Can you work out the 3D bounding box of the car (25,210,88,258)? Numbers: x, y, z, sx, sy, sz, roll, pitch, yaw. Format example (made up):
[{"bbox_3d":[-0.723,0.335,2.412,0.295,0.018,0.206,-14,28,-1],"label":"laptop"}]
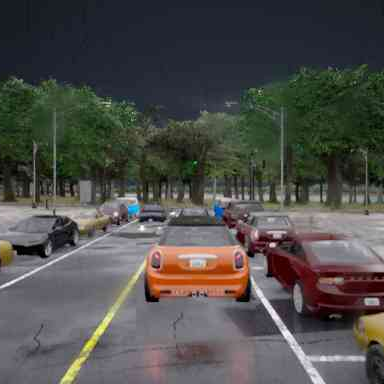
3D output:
[{"bbox_3d":[-5.751,1.586,12.786,1.947,1.339,4.313,0,0,0],"label":"car"}]

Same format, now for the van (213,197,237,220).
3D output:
[{"bbox_3d":[2.791,1.389,29.090,1.690,1.788,3.998,0,0,0],"label":"van"}]

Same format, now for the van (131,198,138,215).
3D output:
[{"bbox_3d":[-5.734,1.389,29.100,1.690,1.788,3.998,0,0,0],"label":"van"}]

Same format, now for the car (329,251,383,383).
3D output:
[{"bbox_3d":[2.763,1.529,2.072,1.752,1.417,4.829,0,0,0],"label":"car"}]

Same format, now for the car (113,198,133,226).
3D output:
[{"bbox_3d":[-5.740,1.479,23.661,1.967,1.590,4.097,0,0,0],"label":"car"}]

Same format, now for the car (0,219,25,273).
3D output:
[{"bbox_3d":[-5.757,1.536,7.179,1.752,1.417,4.829,0,0,0],"label":"car"}]

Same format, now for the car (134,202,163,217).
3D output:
[{"bbox_3d":[-2.973,1.659,26.480,2.033,1.411,5.357,0,0,0],"label":"car"}]

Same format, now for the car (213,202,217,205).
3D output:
[{"bbox_3d":[0.118,1.521,18.064,2.128,1.511,4.902,0,0,0],"label":"car"}]

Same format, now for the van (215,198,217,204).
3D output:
[{"bbox_3d":[2.785,1.380,23.653,1.690,1.788,3.998,0,0,0],"label":"van"}]

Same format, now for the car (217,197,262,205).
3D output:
[{"bbox_3d":[2.779,1.344,18.215,2.192,1.841,5.009,0,0,0],"label":"car"}]

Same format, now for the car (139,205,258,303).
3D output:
[{"bbox_3d":[0.109,1.365,8.378,2.097,1.767,4.553,0,0,0],"label":"car"}]

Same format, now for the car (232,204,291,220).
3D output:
[{"bbox_3d":[2.774,1.460,12.777,1.967,1.590,4.097,0,0,0],"label":"car"}]

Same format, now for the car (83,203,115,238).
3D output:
[{"bbox_3d":[-5.746,1.554,18.054,1.752,1.417,4.829,0,0,0],"label":"car"}]

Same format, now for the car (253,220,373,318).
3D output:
[{"bbox_3d":[2.768,1.556,7.340,1.887,1.381,4.507,0,0,0],"label":"car"}]
